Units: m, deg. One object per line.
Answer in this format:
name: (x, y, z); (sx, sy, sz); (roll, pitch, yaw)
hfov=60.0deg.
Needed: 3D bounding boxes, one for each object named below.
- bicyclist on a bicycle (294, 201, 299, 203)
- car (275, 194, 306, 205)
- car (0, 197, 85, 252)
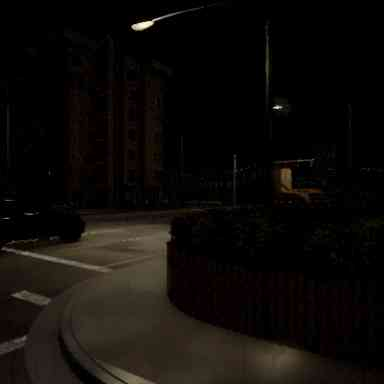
bicyclist on a bicycle: (5.781, 1.298, 17.900); (1.656, 1.620, 0.582); (0, 0, 36)
car: (11.362, 1.209, 38.121); (2.150, 2.045, 5.566); (0, 0, 36)
car: (-7.073, 1.214, 13.513); (2.150, 2.045, 5.566); (-1, 0, 33)
